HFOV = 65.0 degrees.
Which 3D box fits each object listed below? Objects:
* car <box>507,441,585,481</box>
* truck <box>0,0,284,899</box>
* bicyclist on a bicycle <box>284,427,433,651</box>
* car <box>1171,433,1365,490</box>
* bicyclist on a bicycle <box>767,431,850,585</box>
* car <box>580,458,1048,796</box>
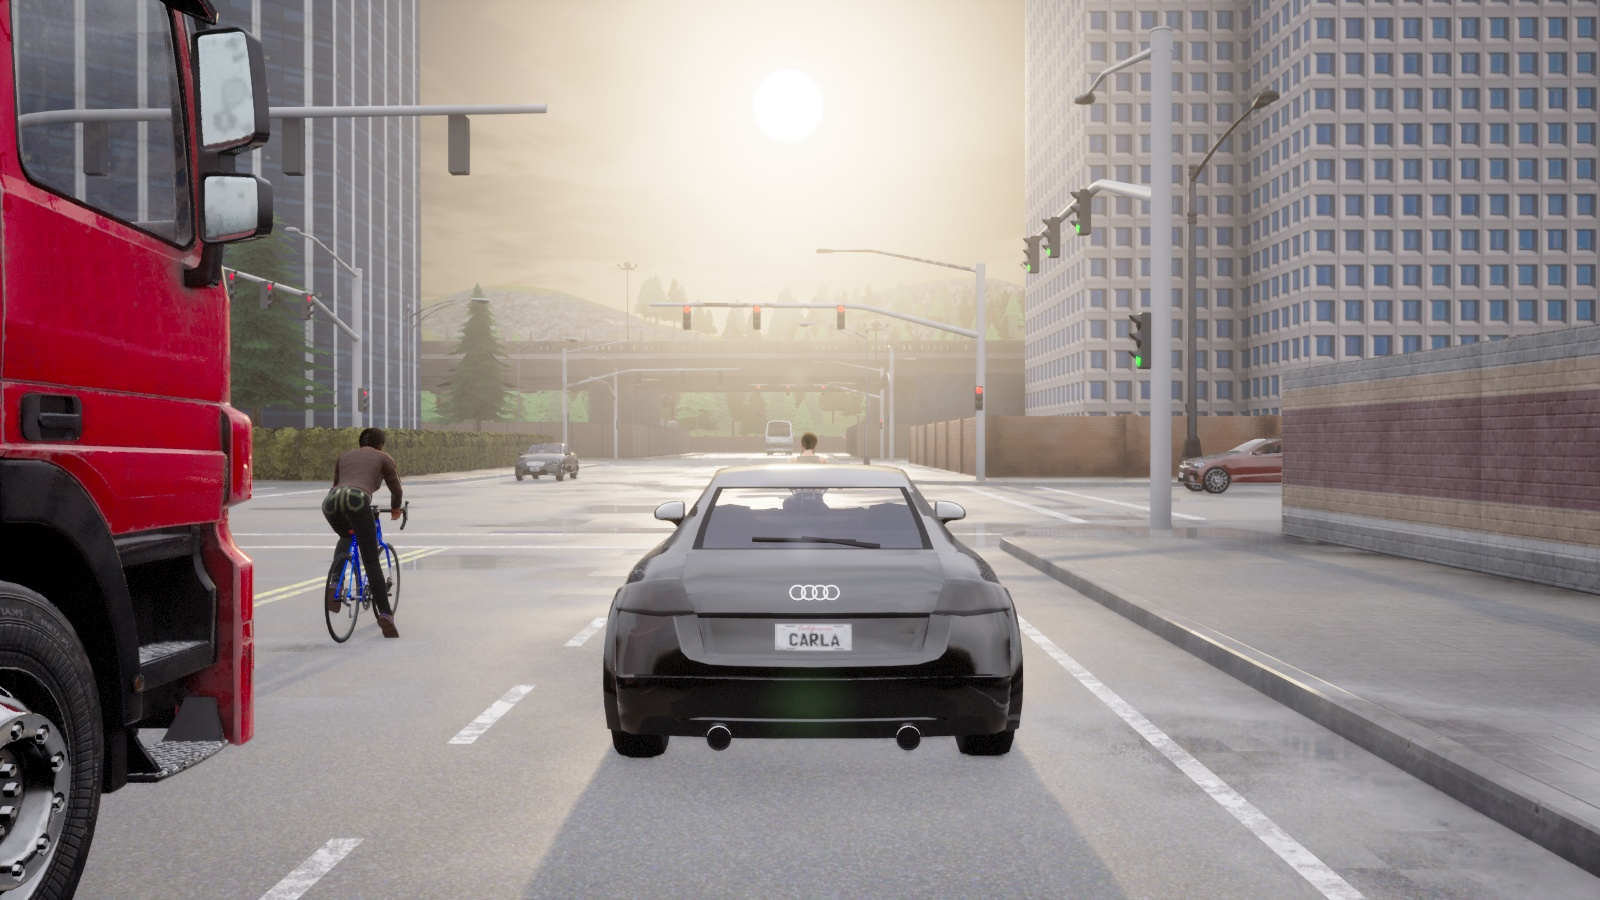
[{"bbox_3d":[-10.185,0.408,50.752,2.128,1.511,4.902,0,0,0],"label":"car"},{"bbox_3d":[-3.478,-0.243,0.926,2.891,3.462,7.936,0,0,0],"label":"truck"},{"bbox_3d":[-3.426,0.641,9.893,0.582,1.620,1.656,0,0,0],"label":"bicyclist on a bicycle"},{"bbox_3d":[13.928,0.324,37.603,5.027,1.651,2.152,0,0,1],"label":"car"},{"bbox_3d":[0.093,0.604,13.963,0.866,1.612,1.509,0,0,0],"label":"bicyclist on a bicycle"},{"bbox_3d":[0.060,0.768,7.443,1.994,1.385,4.181,0,0,0],"label":"car"}]
